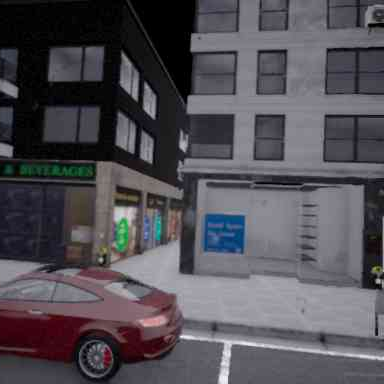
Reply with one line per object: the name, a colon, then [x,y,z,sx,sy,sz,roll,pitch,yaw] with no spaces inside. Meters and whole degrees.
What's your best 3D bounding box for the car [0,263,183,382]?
car: [-2.248,1.828,5.312,4.206,1.307,1.802,2,-3,9]
